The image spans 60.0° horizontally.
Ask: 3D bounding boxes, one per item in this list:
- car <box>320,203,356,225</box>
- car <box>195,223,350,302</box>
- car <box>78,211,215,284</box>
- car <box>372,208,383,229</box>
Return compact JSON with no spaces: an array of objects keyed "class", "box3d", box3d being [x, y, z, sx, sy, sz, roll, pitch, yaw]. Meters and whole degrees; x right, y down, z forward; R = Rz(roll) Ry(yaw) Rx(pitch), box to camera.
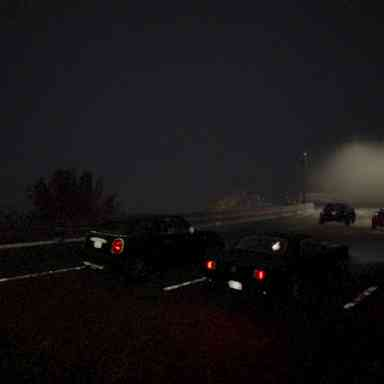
[{"class":"car","box3d":[11.691,1.626,26.463,2.097,1.767,4.553,0,0,33]},{"class":"car","box3d":[2.423,1.677,8.565,1.895,1.301,4.718,0,-1,43]},{"class":"car","box3d":[-0.964,1.408,10.136,2.097,1.767,4.553,0,-1,44]},{"class":"car","box3d":[13.961,1.839,23.537,1.994,1.385,4.181,0,0,33]}]
